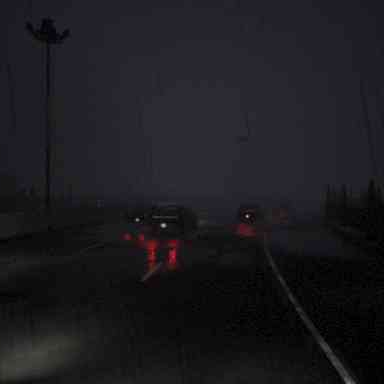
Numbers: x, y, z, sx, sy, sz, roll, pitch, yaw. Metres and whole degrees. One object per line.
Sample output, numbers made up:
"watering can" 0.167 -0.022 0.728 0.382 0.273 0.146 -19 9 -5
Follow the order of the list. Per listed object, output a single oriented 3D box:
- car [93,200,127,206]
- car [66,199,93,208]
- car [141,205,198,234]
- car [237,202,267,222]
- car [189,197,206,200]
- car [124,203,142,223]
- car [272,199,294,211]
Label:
"car" -9.139 1.594 39.665 1.895 1.301 4.718 0 0 23
"car" -12.930 1.546 39.583 1.994 1.385 4.181 0 0 22
"car" -0.907 1.500 19.337 2.128 1.511 4.902 0 0 13
"car" 4.810 1.535 26.617 1.837 1.490 4.892 0 0 18
"car" 0.823 1.538 51.458 1.882 1.535 5.008 0 0 31
"car" -3.112 1.605 24.847 1.895 1.301 4.718 0 0 16
"car" 11.261 1.587 41.109 1.812 1.442 4.674 0 0 29
